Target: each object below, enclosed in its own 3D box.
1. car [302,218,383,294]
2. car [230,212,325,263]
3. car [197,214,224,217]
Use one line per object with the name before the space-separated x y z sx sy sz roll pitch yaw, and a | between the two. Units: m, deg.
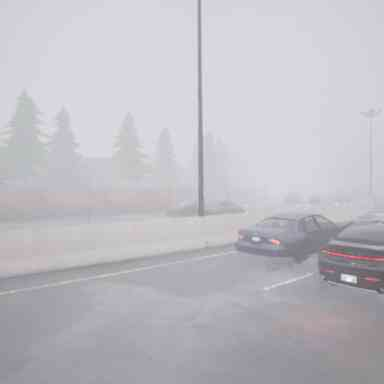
car | 4.879 1.408 8.059 4.892 1.490 1.837 -1 1 -41
car | 3.777 1.437 11.660 5.357 1.411 2.033 -1 1 -42
car | 2.262 1.379 25.289 1.994 1.385 4.181 0 0 42
